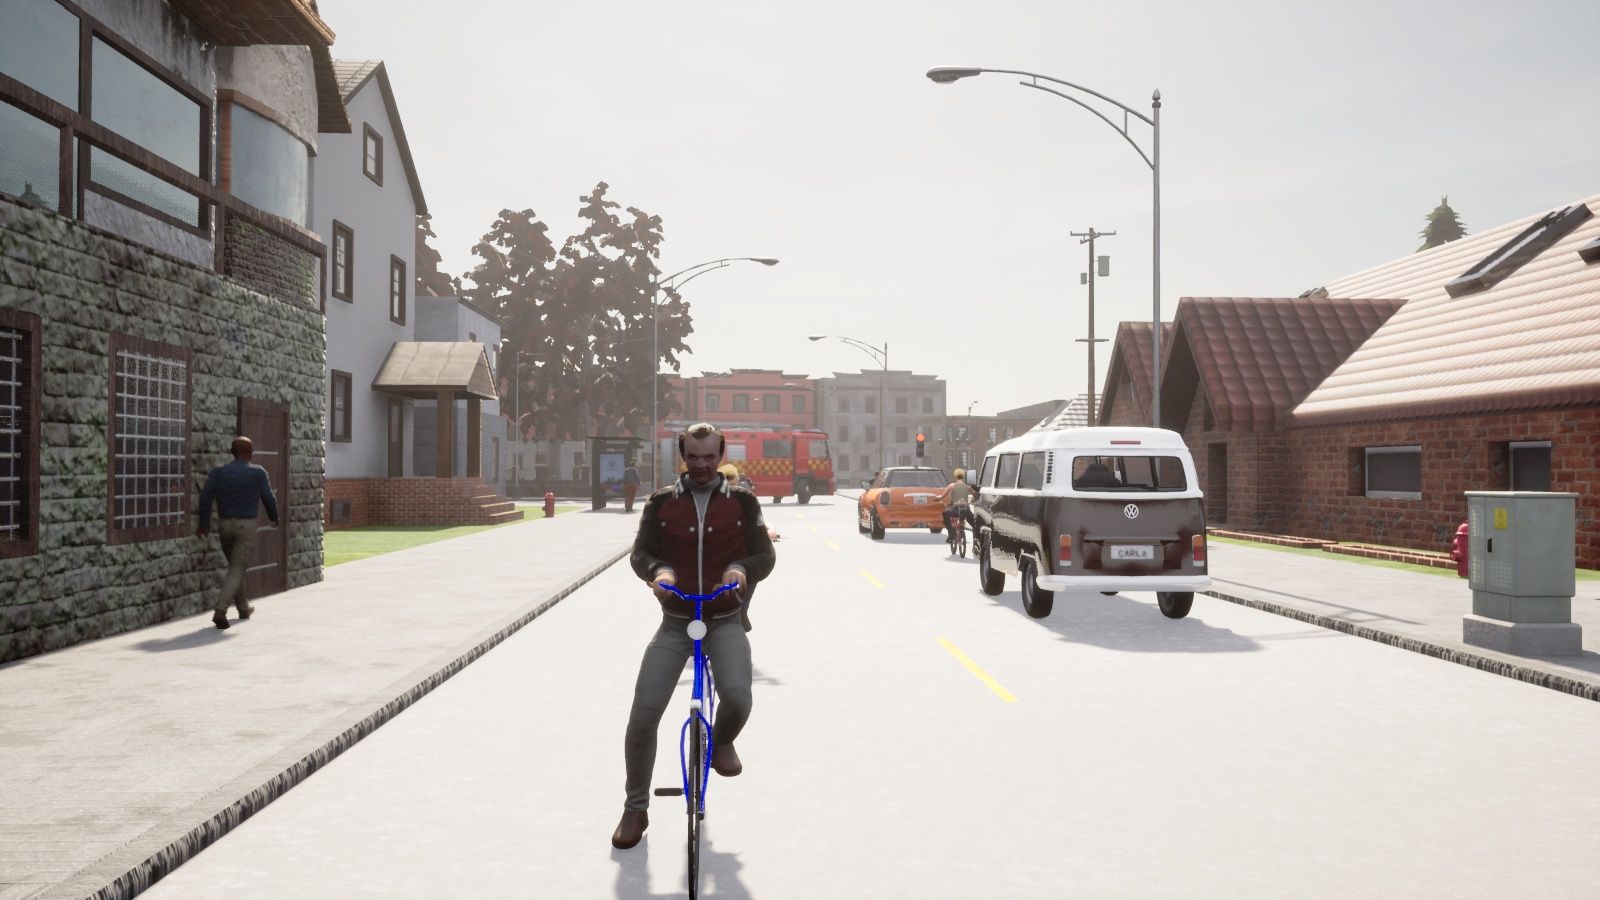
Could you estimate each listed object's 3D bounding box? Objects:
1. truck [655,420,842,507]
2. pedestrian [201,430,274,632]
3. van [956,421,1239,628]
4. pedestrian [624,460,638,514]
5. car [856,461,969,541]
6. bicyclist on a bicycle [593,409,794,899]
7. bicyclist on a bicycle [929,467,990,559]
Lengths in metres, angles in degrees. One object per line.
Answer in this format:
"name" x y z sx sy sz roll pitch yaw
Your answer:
"truck" -2.331 0.647 58.966 8.468 3.827 2.891 0 -1 -33
"pedestrian" -5.279 0.743 11.806 0.370 1.835 0.726 0 -1 -2
"van" 3.239 0.772 14.712 2.069 2.038 4.480 0 -1 -2
"pedestrian" -5.843 1.276 43.498 0.353 1.847 0.614 0 -1 4
"car" 2.603 1.169 30.248 2.097 1.767 4.553 0 -1 -3
"bicyclist on a bicycle" -0.398 0.772 5.058 0.659 1.776 1.843 0 -1 -3
"bicyclist on a bicycle" 2.899 1.124 22.953 0.866 1.612 1.509 0 -1 -2
